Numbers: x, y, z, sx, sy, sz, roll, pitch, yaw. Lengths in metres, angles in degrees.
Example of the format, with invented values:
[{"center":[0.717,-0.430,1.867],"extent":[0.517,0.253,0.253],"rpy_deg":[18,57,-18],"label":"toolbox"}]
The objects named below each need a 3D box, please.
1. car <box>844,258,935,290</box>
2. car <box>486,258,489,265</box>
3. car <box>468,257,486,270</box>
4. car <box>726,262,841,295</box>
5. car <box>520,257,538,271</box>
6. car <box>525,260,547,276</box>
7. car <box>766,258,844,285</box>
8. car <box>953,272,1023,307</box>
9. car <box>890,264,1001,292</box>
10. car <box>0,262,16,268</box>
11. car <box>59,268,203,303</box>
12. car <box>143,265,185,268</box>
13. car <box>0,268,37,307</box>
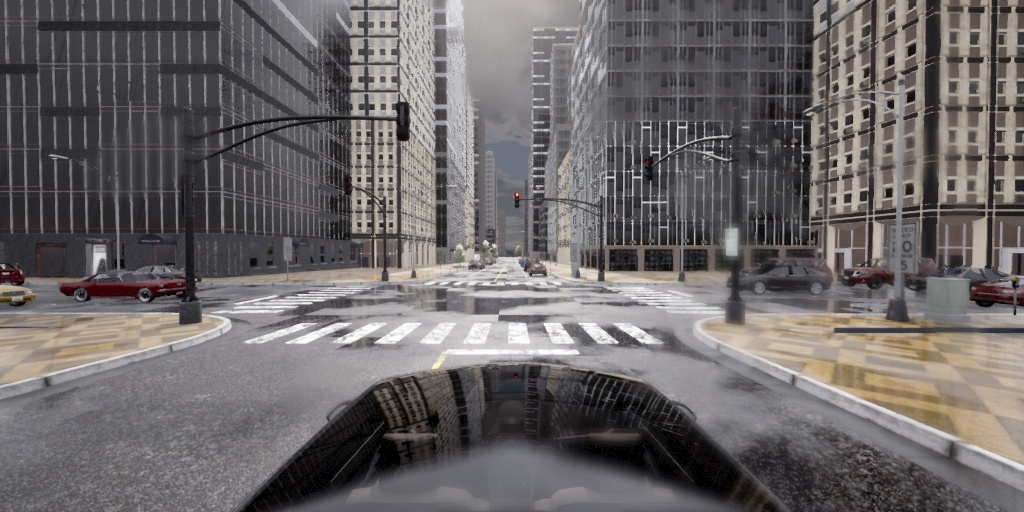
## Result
[{"center":[22.912,1.038,21.856],"extent":[5.009,1.841,2.192],"rpy_deg":[0,0,0],"label":"car"},{"center":[-5.261,1.322,58.076],"extent":[1.802,1.307,4.207],"rpy_deg":[0,0,0],"label":"car"},{"center":[-5.267,1.182,52.551],"extent":[1.967,1.591,4.097],"rpy_deg":[0,0,0],"label":"car"},{"center":[14.190,1.255,19.226],"extent":[4.892,1.490,1.837],"rpy_deg":[0,1,1],"label":"car"},{"center":[2.597,1.059,47.044],"extent":[2.192,1.841,5.009],"rpy_deg":[0,0,0],"label":"car"},{"center":[2.565,1.328,35.995],"extent":[1.802,1.307,4.207],"rpy_deg":[0,0,0],"label":"car"},{"center":[16.580,1.029,21.847],"extent":[5.009,1.841,2.192],"rpy_deg":[0,0,0],"label":"car"},{"center":[20.192,1.421,13.714],"extent":[4.207,1.307,1.802],"rpy_deg":[0,0,0],"label":"car"},{"center":[24.212,1.311,19.253],"extent":[5.357,1.411,2.033],"rpy_deg":[0,1,0],"label":"car"},{"center":[-32.546,1.083,21.711],"extent":[4.097,1.591,1.967],"rpy_deg":[0,0,0],"label":"car"},{"center":[-17.173,1.348,16.248],"extent":[4.718,1.301,1.895],"rpy_deg":[0,1,3],"label":"car"},{"center":[-21.430,1.210,21.797],"extent":[4.403,1.370,2.007],"rpy_deg":[0,0,0],"label":"car"},{"center":[-21.249,1.304,13.659],"extent":[4.829,1.417,1.751],"rpy_deg":[0,0,0],"label":"car"}]
